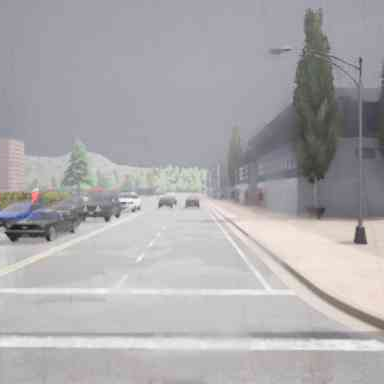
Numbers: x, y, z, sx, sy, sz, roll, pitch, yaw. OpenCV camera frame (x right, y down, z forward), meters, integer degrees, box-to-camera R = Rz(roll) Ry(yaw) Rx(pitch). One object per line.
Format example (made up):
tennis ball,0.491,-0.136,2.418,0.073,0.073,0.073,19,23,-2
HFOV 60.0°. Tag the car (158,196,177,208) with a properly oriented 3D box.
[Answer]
car,-3.439,1.355,44.091,1.837,1.490,4.892,0,0,0

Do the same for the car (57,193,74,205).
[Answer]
car,-10.545,1.252,29.257,2.097,1.767,4.553,0,0,0

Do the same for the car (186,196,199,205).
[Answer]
car,0.075,1.379,54.457,1.994,1.385,4.181,0,0,0

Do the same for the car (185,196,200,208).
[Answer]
car,0.061,1.328,44.086,1.882,1.535,5.008,0,0,0

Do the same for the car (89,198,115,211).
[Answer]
car,-10.506,1.430,39.142,1.994,1.385,4.181,0,0,0

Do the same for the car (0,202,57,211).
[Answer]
car,-10.562,1.407,20.742,1.882,1.535,5.008,0,0,0

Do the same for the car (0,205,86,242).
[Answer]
car,-7.061,1.545,16.293,1.895,1.301,4.718,0,0,0

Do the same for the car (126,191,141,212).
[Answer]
car,-7.008,1.096,36.686,2.150,2.045,5.566,0,0,1

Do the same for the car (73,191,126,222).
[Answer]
car,-7.039,1.133,26.029,2.150,2.045,5.566,0,0,0
